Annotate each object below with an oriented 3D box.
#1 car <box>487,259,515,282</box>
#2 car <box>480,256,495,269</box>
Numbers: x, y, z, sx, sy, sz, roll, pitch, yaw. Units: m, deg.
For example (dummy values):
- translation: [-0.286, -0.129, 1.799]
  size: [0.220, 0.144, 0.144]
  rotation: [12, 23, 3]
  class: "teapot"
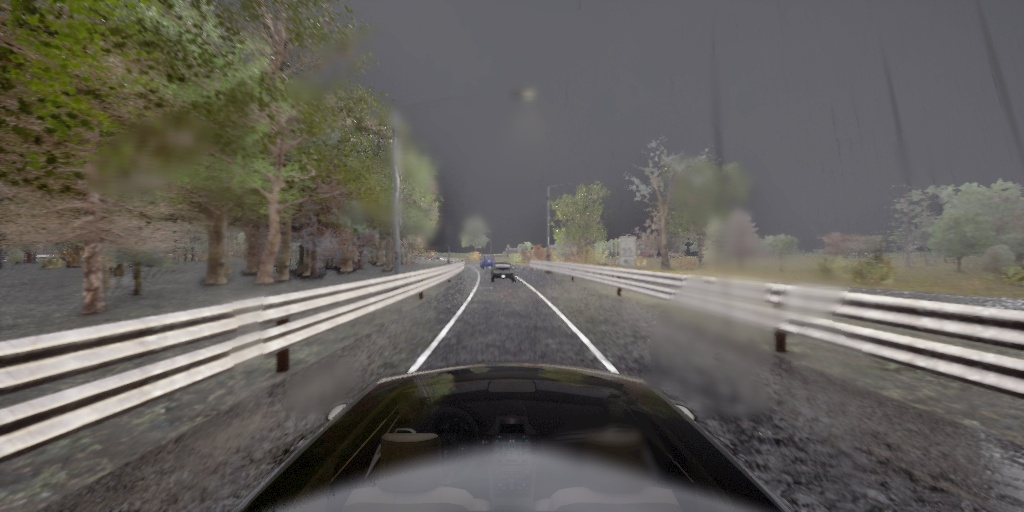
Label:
- translation: [-0.845, 1.256, 29.412]
  size: [1.837, 1.490, 4.892]
  rotation: [0, 0, -4]
  class: "car"
- translation: [-3.850, 0.974, 56.873]
  size: [2.150, 2.045, 5.566]
  rotation: [0, 0, -9]
  class: "car"
